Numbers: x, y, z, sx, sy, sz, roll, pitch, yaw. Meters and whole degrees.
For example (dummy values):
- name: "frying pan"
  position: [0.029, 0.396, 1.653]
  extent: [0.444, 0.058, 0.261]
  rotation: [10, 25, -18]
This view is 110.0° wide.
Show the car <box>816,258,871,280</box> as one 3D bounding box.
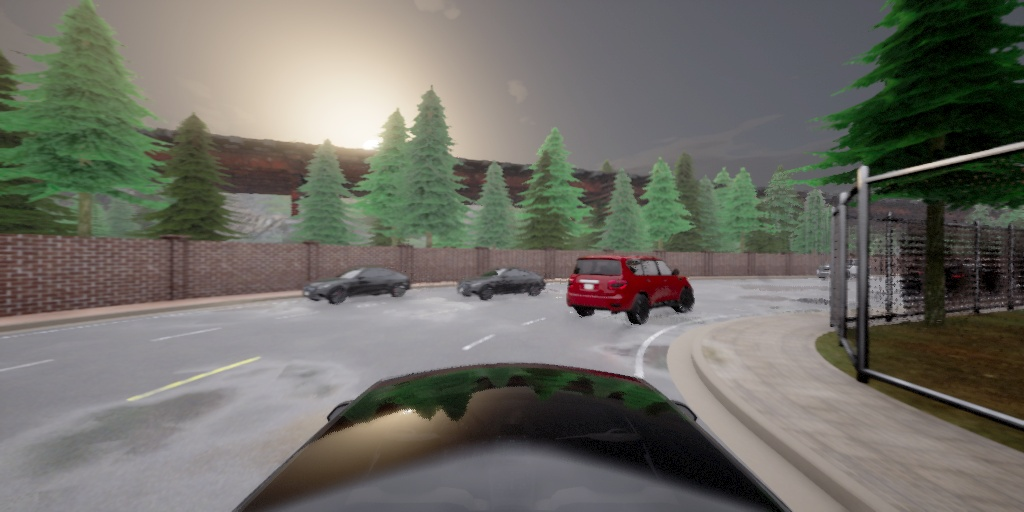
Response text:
- name: "car"
  position: [32.527, 1.254, 35.122]
  extent: [5.566, 2.045, 2.150]
  rotation: [0, 0, -21]

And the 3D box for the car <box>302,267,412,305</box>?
- name: "car"
  position: [-6.642, 1.205, 15.861]
  extent: [1.812, 1.442, 4.674]
  rotation: [0, 0, 36]

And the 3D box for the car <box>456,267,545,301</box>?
- name: "car"
  position: [-0.425, 1.262, 17.346]
  extent: [4.674, 1.442, 1.812]
  rotation: [1, 0, -38]

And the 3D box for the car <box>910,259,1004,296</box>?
- name: "car"
  position: [26.641, 1.209, 21.450]
  extent: [5.566, 2.045, 2.150]
  rotation: [1, 0, -21]

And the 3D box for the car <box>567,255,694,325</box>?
- name: "car"
  position: [4.180, 1.004, 12.278]
  extent: [5.566, 2.045, 2.150]
  rotation: [1, -1, -44]
